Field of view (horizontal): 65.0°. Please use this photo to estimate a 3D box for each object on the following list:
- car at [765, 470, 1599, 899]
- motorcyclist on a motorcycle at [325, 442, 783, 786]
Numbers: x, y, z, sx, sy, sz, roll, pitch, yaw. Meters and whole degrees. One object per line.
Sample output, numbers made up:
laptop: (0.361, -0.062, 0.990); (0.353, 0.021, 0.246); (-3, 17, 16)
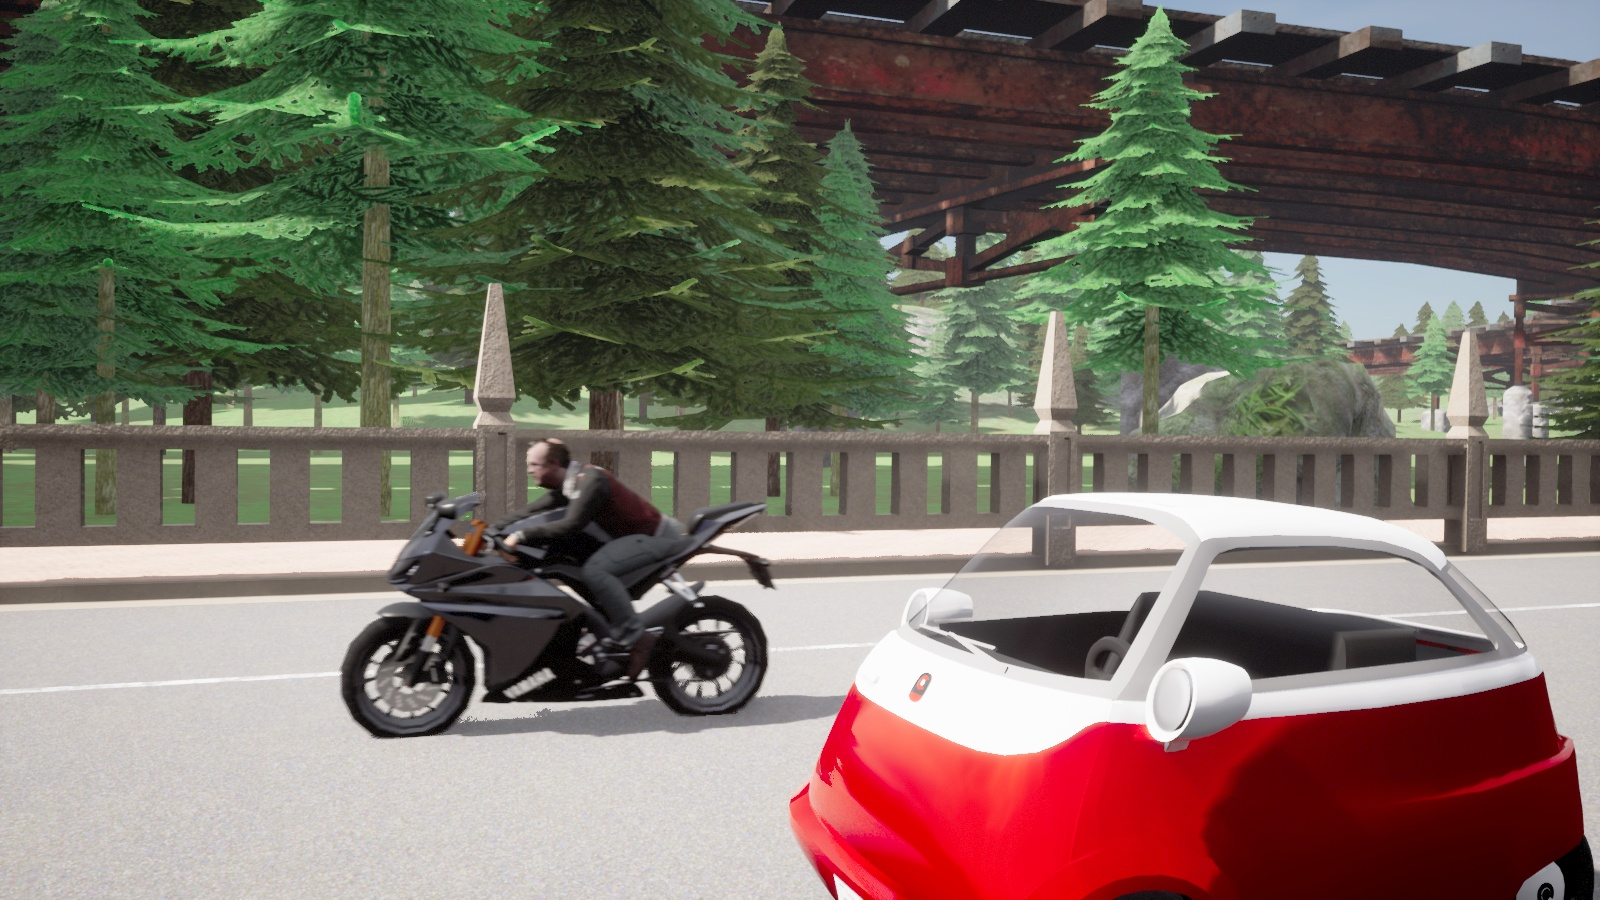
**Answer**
car: (1.187, 0.781, 3.690); (2.207, 1.376, 1.481); (-1, 1, -21)
motorcyclist on a motorcycle: (-1.274, 0.742, 6.499); (2.191, 1.530, 0.866); (-1, 1, -21)
